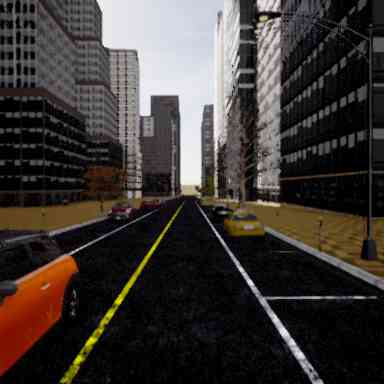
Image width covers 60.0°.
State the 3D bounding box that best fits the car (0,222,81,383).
[{"bbox_3d":[-3.020,1.380,4.080,2.097,1.767,4.553,0,0,-1],"label":"car"}]

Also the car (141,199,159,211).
[{"bbox_3d":[-5.994,1.757,45.356,1.887,1.381,4.507,-1,0,0],"label":"car"}]

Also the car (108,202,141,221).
[{"bbox_3d":[-5.884,1.578,28.482,1.967,1.590,4.097,-1,0,0],"label":"car"}]

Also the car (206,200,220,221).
[{"bbox_3d":[2.499,1.672,28.537,1.947,1.339,4.313,-1,0,0],"label":"car"}]

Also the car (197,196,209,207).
[{"bbox_3d":[2.309,1.758,56.831,1.752,1.417,4.829,-1,0,0],"label":"car"}]

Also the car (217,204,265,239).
[{"bbox_3d":[2.572,1.585,17.459,1.752,1.417,4.829,-1,0,0],"label":"car"}]

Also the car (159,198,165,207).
[{"bbox_3d":[-6.068,1.846,56.605,1.802,1.307,4.206,-1,0,0],"label":"car"}]

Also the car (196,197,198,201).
[{"bbox_3d":[2.162,1.922,79.161,1.802,1.307,4.206,-1,0,0],"label":"car"}]
